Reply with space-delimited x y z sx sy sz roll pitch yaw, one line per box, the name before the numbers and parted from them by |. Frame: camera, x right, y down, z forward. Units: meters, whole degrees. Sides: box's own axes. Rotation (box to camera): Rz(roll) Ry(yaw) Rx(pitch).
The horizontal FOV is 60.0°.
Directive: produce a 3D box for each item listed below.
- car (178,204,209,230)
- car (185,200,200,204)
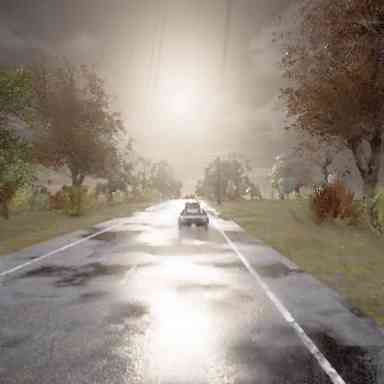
car | 0.087 1.693 21.765 1.895 1.301 4.718 0 0 0
car | 0.077 1.695 41.252 2.128 1.511 4.902 0 0 0
